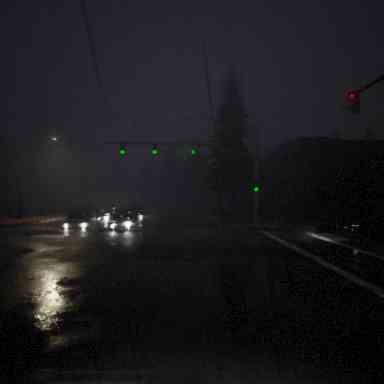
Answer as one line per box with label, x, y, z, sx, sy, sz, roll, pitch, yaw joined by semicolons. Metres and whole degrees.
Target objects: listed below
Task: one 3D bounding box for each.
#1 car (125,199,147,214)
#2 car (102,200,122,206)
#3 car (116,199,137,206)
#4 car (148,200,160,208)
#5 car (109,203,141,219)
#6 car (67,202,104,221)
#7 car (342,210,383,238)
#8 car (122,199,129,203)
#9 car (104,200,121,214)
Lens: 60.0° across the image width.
car;-7.221;2.075;43.053;1.837;1.490;4.892;0;-1;-6
car;-17.643;2.454;73.053;4.718;1.301;1.895;-1;-1;43
car;-14.825;2.371;75.200;4.902;1.511;2.128;-1;-1;43
car;-8.249;2.383;67.227;2.128;1.511;4.902;1;-1;-35
car;-6.762;2.051;33.954;1.895;1.301;4.718;0;-1;-1
car;-10.249;1.899;31.720;1.882;1.535;5.008;0;-1;-1
car;11.059;1.753;18.704;4.892;1.490;1.837;0;-1;0
car;-9.722;2.194;54.104;1.882;1.535;5.008;0;-1;-21
car;-10.552;2.036;41.090;2.128;1.511;4.902;0;-1;-4
